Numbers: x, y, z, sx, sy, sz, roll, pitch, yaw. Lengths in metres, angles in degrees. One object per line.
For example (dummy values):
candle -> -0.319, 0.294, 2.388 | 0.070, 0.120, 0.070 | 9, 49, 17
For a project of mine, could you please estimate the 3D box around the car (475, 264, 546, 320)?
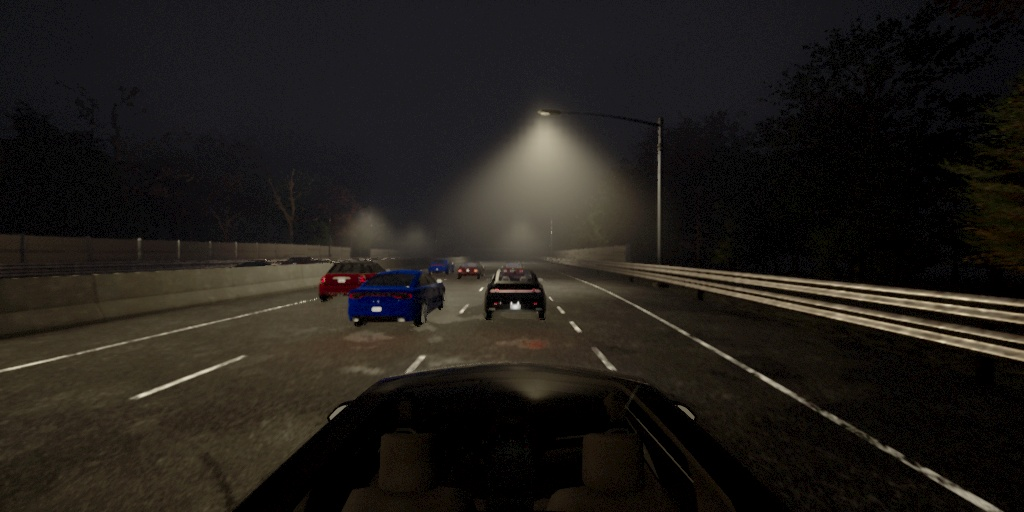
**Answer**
car -> 0.098, 1.183, 12.386 | 2.128, 1.511, 4.902 | 0, 0, 0

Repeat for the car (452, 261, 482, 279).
car -> -3.401, 1.150, 30.080 | 2.033, 1.411, 5.357 | 0, 0, 0

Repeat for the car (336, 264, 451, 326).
car -> -3.402, 1.174, 11.488 | 1.882, 1.535, 5.008 | 0, 0, 0

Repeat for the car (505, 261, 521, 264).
car -> 0.100, 1.150, 30.087 | 2.033, 1.411, 5.357 | 0, 0, 0

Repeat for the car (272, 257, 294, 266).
car -> -24.581, 0.904, 41.009 | 2.097, 1.767, 4.553 | 0, 0, 0

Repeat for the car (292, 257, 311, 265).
car -> -21.095, 1.109, 39.068 | 2.033, 1.411, 5.357 | 0, 0, 0

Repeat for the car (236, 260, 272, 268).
car -> -28.081, 1.126, 39.321 | 1.994, 1.385, 4.181 | 0, 0, 0

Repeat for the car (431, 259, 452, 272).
car -> -6.902, 1.055, 35.524 | 1.882, 1.535, 5.008 | 0, 0, 0

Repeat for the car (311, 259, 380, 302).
car -> -6.901, 1.020, 16.652 | 2.097, 1.767, 4.553 | 0, 0, 0
